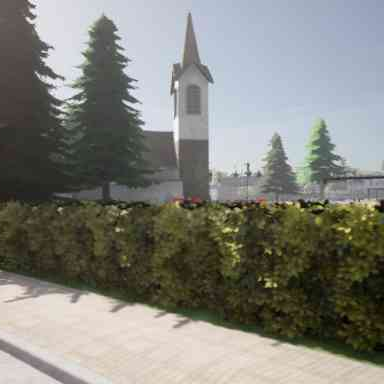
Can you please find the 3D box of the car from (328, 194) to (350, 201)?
[{"bbox_3d":[36.914,1.566,83.465,3.633,1.501,1.845,-1,-1,35],"label":"car"}]

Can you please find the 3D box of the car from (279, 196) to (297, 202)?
[{"bbox_3d":[22.055,1.681,75.604,4.514,1.523,2.007,-1,-1,35],"label":"car"}]

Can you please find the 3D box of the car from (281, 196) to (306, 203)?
[{"bbox_3d":[23.819,1.673,78.199,5.027,1.636,2.152,-1,-1,35],"label":"car"}]
